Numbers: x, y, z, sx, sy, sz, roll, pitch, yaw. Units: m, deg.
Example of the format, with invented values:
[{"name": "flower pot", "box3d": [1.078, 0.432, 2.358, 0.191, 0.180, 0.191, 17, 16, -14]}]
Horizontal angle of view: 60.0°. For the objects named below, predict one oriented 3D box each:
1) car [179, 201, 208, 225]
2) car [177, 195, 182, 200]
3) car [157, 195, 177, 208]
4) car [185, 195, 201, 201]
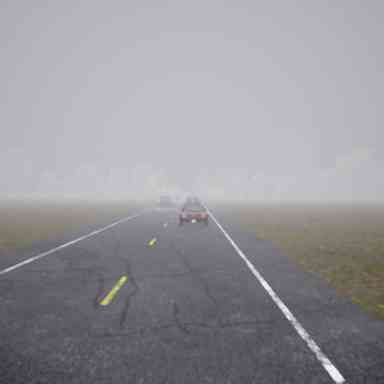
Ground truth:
[{"name": "car", "box3d": [0.112, 1.525, 23.087, 1.895, 1.301, 4.718, 0, 0, 0]}, {"name": "car", "box3d": [-3.455, 1.319, 83.723, 1.895, 1.301, 4.718, 0, 0, 0]}, {"name": "car", "box3d": [-3.552, 1.202, 45.673, 2.097, 1.767, 4.553, 0, 0, 0]}, {"name": "car", "box3d": [0.123, 1.214, 42.077, 2.097, 1.767, 4.553, 0, 0, 0]}]
